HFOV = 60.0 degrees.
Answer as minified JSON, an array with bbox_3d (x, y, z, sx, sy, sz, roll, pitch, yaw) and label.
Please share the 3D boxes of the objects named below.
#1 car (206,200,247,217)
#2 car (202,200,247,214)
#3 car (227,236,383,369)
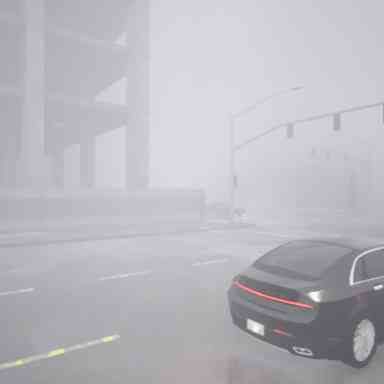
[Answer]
[{"bbox_3d":[2.949,1.643,32.949,2.033,1.411,5.357,0,0,-36],"label":"car"},{"bbox_3d":[3.614,1.659,37.992,2.033,1.411,5.357,0,0,-36],"label":"car"},{"bbox_3d":[2.818,1.531,5.794,4.892,1.490,1.837,0,0,-35],"label":"car"}]
